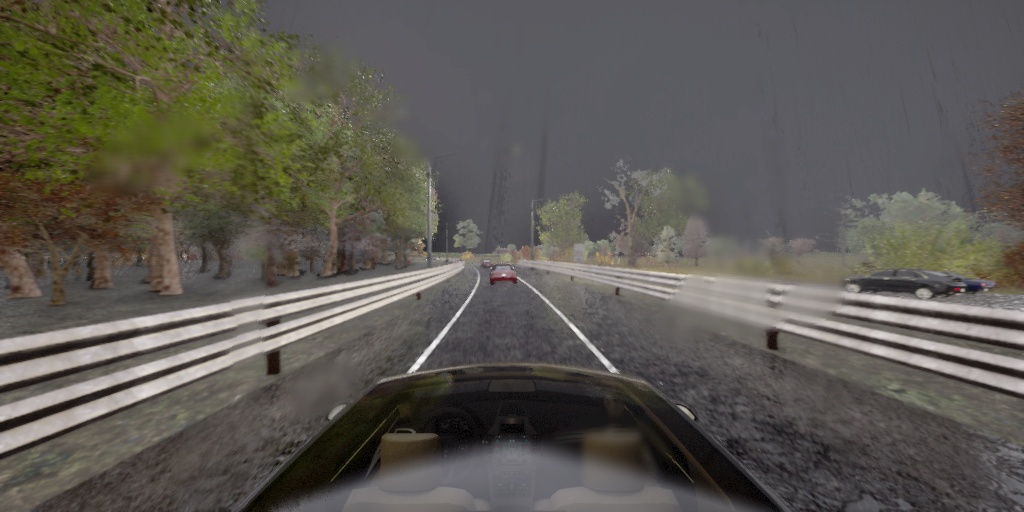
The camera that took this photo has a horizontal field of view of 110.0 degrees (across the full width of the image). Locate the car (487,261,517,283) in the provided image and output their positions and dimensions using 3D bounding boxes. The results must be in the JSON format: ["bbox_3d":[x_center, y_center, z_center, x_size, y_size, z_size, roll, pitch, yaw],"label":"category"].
[{"bbox_3d":[-0.726,1.310,27.464,1.994,1.385,4.181,0,0,-4],"label":"car"}]

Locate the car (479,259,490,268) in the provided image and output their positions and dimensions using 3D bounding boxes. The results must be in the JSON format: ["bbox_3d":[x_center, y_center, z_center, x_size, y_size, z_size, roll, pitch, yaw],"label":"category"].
[{"bbox_3d":[-4.112,1.258,58.153,1.812,1.442,4.674,0,0,-9],"label":"car"}]

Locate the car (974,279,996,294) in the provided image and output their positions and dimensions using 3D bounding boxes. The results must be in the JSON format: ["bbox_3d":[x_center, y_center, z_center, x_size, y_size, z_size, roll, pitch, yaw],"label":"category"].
[{"bbox_3d":[24.651,1.541,21.336,1.895,1.301,4.718,0,0,-22],"label":"car"}]

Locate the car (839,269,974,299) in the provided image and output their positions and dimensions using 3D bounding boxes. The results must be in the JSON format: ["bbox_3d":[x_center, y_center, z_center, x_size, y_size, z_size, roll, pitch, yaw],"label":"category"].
[{"bbox_3d":[21.416,1.446,20.002,1.837,1.490,4.892,0,0,-22],"label":"car"}]
